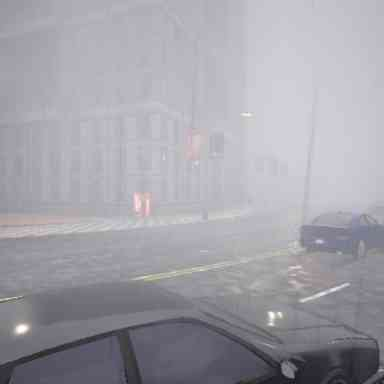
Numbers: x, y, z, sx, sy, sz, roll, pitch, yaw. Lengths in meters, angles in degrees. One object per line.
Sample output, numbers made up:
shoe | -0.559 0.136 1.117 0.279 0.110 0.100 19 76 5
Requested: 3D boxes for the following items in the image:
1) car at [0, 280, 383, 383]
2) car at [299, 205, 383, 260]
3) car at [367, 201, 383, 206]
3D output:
car | -0.635 1.546 2.733 5.357 1.411 2.033 0 0 -33
car | 5.934 1.472 12.656 1.882 1.535 5.008 0 0 45
car | 16.909 1.512 29.887 1.812 1.442 4.674 0 0 25
